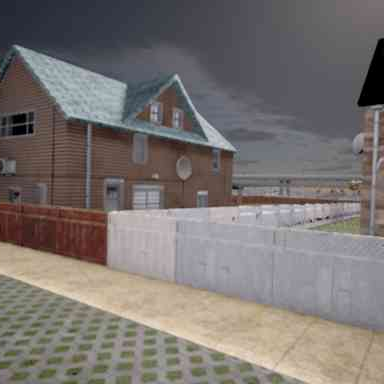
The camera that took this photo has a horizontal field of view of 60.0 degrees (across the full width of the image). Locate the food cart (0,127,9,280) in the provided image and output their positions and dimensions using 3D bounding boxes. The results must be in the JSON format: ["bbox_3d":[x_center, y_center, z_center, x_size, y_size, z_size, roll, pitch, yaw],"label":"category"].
[{"bbox_3d":[-6.898,0.179,8.241,4.660,3.560,2.280,3,1,36],"label":"food cart"}]
